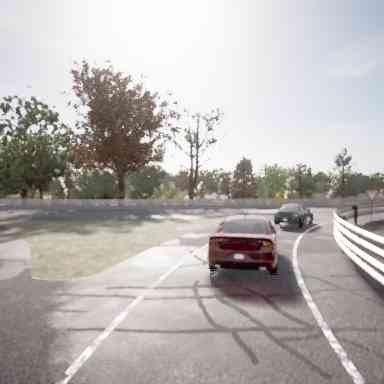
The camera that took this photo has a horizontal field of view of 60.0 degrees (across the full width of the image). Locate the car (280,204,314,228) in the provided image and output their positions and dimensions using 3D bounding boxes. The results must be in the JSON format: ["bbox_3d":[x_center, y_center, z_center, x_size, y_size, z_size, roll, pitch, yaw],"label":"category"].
[{"bbox_3d":[6.905,1.539,22.505,1.812,1.442,4.674,0,0,30],"label":"car"}]

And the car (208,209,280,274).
[{"bbox_3d":[1.803,1.480,10.791,1.882,1.535,5.008,0,0,14],"label":"car"}]
